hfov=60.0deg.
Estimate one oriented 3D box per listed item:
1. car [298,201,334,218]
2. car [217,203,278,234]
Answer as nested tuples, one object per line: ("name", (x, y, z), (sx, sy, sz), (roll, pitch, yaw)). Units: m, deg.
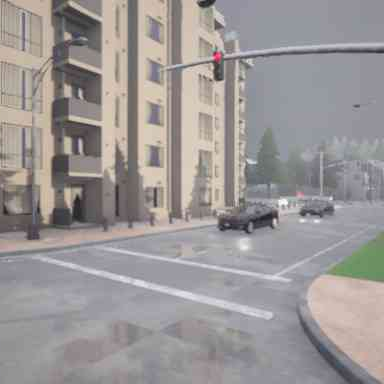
("car", (11.227, 1.480, 29.722), (2.033, 1.411, 5.357), (0, 0, 37))
("car", (3.309, 1.430, 19.211), (1.882, 1.535, 5.008), (0, 0, 37))
